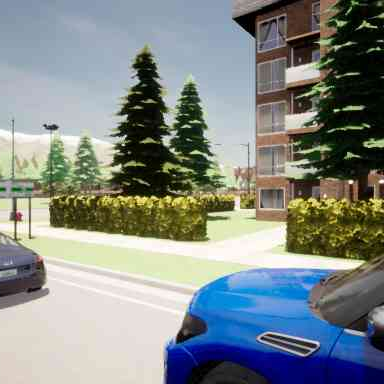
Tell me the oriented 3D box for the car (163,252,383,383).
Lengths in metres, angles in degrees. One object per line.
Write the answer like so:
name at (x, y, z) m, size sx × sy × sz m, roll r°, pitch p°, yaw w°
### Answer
car at (2.377, 1.221, 2.293) m, size 5.566 × 2.045 × 2.150 m, roll 0°, pitch 0°, yaw 36°

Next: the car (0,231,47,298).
car at (-5.238, 1.564, 7.698) m, size 4.181 × 1.385 × 1.994 m, roll 0°, pitch 0°, yaw 36°
